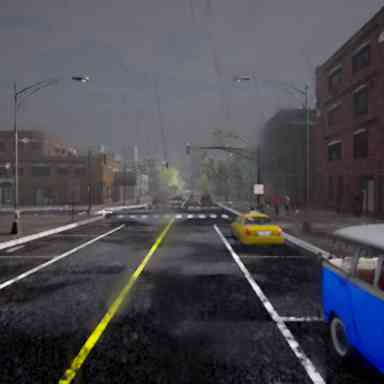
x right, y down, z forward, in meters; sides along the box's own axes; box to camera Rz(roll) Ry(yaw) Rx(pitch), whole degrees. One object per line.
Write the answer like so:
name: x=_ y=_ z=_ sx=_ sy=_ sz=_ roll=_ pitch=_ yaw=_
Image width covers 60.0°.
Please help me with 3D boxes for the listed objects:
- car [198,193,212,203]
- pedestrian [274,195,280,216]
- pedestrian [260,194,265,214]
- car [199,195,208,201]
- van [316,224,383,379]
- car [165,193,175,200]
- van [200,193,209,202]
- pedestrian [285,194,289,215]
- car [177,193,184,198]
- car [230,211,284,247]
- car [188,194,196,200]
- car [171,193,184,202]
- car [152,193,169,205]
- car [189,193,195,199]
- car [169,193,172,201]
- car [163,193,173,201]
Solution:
car: x=2.668 y=1.189 z=63.572 sx=2.192 sy=1.841 sz=5.009 roll=-1 pitch=0 yaw=0
pedestrian: x=7.127 y=1.080 z=27.914 sx=0.375 sy=1.860 sz=0.375 roll=-1 pitch=1 yaw=0
pedestrian: x=6.127 y=1.085 z=29.113 sx=0.375 sy=1.860 sz=0.375 roll=-1 pitch=1 yaw=0
car: x=2.665 y=1.391 z=80.204 sx=2.008 sy=1.369 sz=4.403 roll=-1 pitch=0 yaw=0
van: x=2.684 y=1.334 z=3.338 sx=1.690 sy=1.788 sz=3.998 roll=-1 pitch=0 yaw=0
car: x=-5.719 y=1.144 z=85.746 sx=2.192 sy=1.841 sz=5.009 roll=-1 pitch=0 yaw=0
van: x=2.666 y=1.204 z=69.116 sx=1.690 sy=1.788 sz=3.998 roll=-1 pitch=0 yaw=0
pedestrian: x=8.127 y=1.066 z=28.514 sx=0.375 sy=1.860 sz=0.375 roll=-1 pitch=1 yaw=0
car: x=-3.025 y=0.915 z=89.421 sx=1.882 sy=1.535 sz=5.008 roll=0 pitch=0 yaw=0
car: x=2.683 y=1.497 z=14.605 sx=1.752 sy=1.417 sz=4.829 roll=-1 pitch=0 yaw=0
car: x=-0.025 y=1.354 z=84.016 sx=2.128 sy=1.511 sz=4.902 roll=0 pitch=0 yaw=0
car: x=-3.021 y=1.406 z=73.818 sx=1.994 sy=1.385 sz=4.181 roll=0 pitch=0 yaw=0
car: x=-5.711 y=1.201 z=58.026 sx=2.192 sy=1.841 sz=5.009 roll=-1 pitch=0 yaw=0
car: x=-0.027 y=1.186 z=94.431 sx=1.882 sy=1.535 sz=5.008 roll=0 pitch=0 yaw=0
car: x=-5.712 y=1.445 z=69.114 sx=1.802 sy=1.307 sz=4.206 roll=-1 pitch=0 yaw=0
car: x=-5.718 y=1.156 z=80.202 sx=2.192 sy=1.841 sz=5.009 roll=-1 pitch=0 yaw=0
